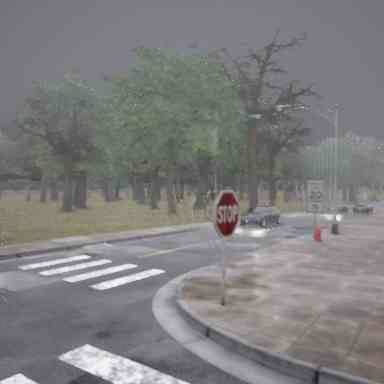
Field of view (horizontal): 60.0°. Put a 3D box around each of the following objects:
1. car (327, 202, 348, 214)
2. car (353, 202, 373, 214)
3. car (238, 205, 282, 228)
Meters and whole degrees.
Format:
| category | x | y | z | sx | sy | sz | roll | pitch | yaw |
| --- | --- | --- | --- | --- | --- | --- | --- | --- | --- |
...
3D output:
| category | x | y | z | sx | sy | sz | roll | pitch | yaw |
| --- | --- | --- | --- | --- | --- | --- | --- | --- | --- |
| car | 19.506 | 2.066 | 44.581 | 2.128 | 1.511 | 4.902 | 1 | 0 | 36 |
| car | 22.840 | 2.124 | 44.316 | 2.128 | 1.511 | 4.902 | 1 | 0 | 36 |
| car | 5.173 | 1.778 | 24.800 | 1.837 | 1.490 | 4.892 | 1 | 0 | 36 |
